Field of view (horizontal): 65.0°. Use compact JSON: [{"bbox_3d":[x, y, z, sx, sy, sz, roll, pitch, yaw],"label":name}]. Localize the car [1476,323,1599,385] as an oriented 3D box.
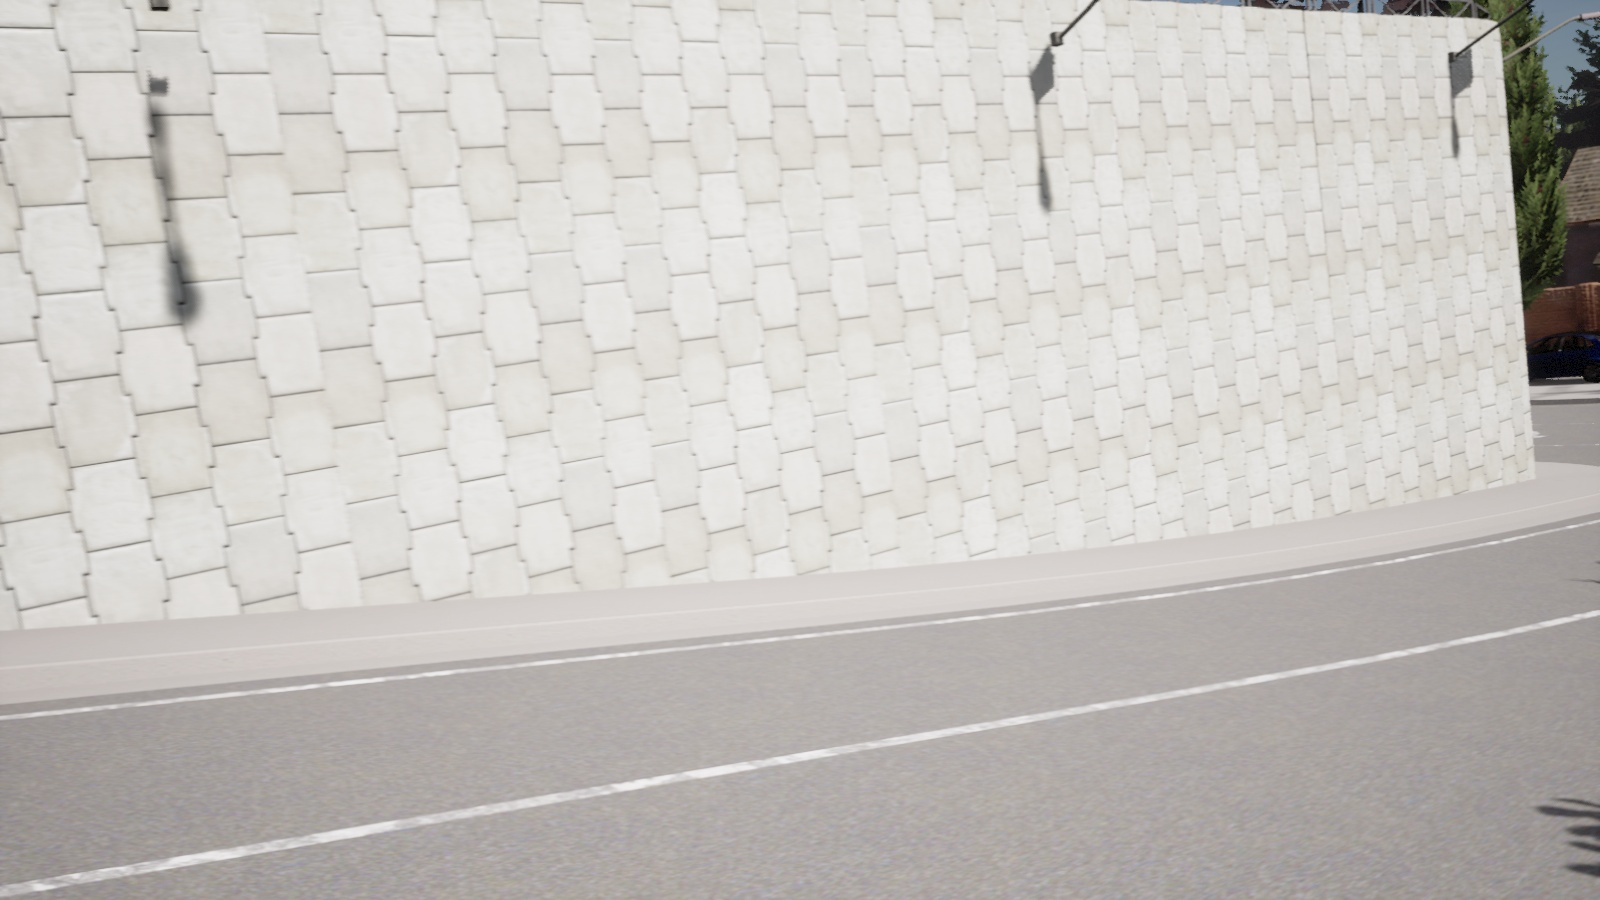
[{"bbox_3d":[24.869,-3.181,41.432,1.851,1.617,3.988,-12,7,-35],"label":"car"}]
